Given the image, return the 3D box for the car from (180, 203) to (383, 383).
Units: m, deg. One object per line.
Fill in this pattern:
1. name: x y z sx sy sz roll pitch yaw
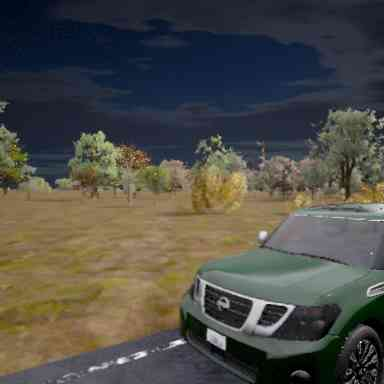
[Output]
1. car: 2.507 1.222 5.171 5.566 2.045 2.150 0 0 -36
